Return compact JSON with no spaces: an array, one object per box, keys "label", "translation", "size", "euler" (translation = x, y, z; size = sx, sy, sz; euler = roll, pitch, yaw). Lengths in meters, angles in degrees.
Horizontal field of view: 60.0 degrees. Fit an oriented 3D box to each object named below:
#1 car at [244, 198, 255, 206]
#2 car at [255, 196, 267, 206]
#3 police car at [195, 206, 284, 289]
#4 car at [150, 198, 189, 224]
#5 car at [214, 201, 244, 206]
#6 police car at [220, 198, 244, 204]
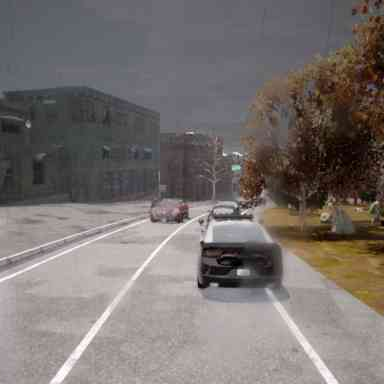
[{"label":"car","translation":[6.743,1.486,44.505],"size":[1.895,1.301,4.718],"euler":[2,0,20]},{"label":"car","translation":[11.243,1.450,55.764],"size":[1.837,1.490,4.892],"euler":[3,1,26]},{"label":"police car","translation":[1.128,1.405,9.262],"size":[1.930,1.638,5.238],"euler":[0,0,2]},{"label":"car","translation":[-1.519,1.232,23.936],"size":[2.097,1.767,4.553],"euler":[1,1,9]},{"label":"car","translation":[1.839,1.477,18.964],"size":[1.812,1.442,4.674],"euler":[1,0,6]},{"label":"police car","translation":[2.671,1.355,24.908],"size":[1.930,1.638,5.238],"euler":[1,0,9]}]
